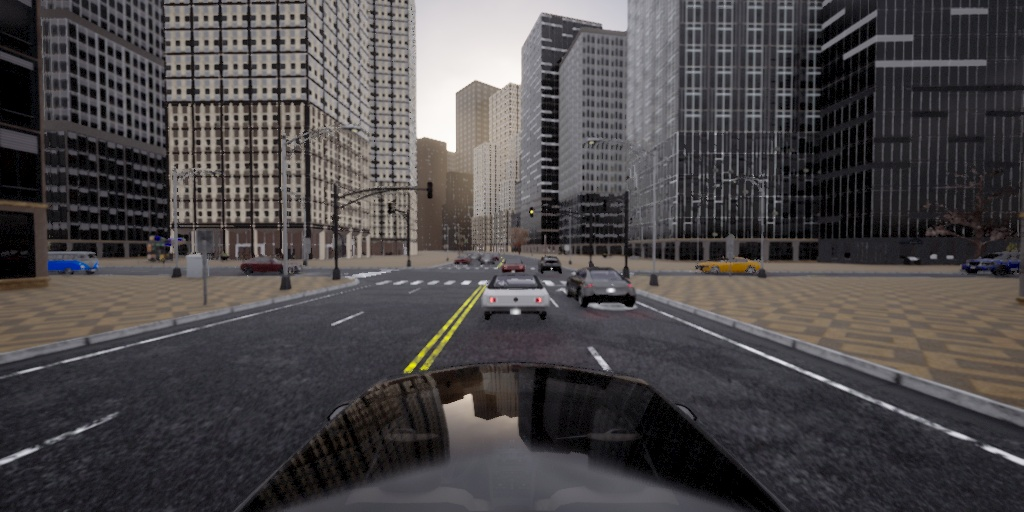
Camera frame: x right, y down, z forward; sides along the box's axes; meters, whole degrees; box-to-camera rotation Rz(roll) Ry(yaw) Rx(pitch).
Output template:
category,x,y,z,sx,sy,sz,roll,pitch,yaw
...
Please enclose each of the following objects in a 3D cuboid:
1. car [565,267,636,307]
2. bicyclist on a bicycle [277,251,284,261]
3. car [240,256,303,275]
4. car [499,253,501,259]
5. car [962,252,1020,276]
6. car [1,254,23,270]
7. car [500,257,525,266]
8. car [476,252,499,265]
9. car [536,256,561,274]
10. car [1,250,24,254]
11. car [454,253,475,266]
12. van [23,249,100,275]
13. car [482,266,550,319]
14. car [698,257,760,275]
category,x,y,z,sx,sy,sz,roll,pitch,yaw
car,3.356,1.112,14.225,1.994,1.385,4.181,0,1,0
bicyclist on a bicycle,-24.702,0.288,38.372,0.582,1.620,1.656,0,2,1
car,-19.774,0.750,29.521,4.674,1.442,1.812,1,1,1
car,-3.264,0.290,64.429,1.895,1.301,4.718,0,1,0
car,43.363,0.680,31.488,5.566,2.045,2.150,1,1,2
car,-43.351,0.704,30.125,4.718,1.301,1.895,0,1,2
car,0.111,0.881,31.004,1.895,1.301,4.718,0,1,0
car,-3.326,0.453,49.174,2.128,1.511,4.902,0,1,0
car,3.358,0.759,32.684,1.837,1.490,4.892,0,1,0
car,-49.117,0.475,33.382,5.008,1.535,1.882,0,1,2
car,-6.579,0.580,48.145,1.895,1.301,4.718,0,1,0
van,-33.933,0.555,27.300,3.998,1.789,1.690,0,0,1
car,0.101,1.186,11.925,1.895,1.301,4.718,0,1,0
car,19.300,0.816,32.037,5.008,1.535,1.882,0,1,1
